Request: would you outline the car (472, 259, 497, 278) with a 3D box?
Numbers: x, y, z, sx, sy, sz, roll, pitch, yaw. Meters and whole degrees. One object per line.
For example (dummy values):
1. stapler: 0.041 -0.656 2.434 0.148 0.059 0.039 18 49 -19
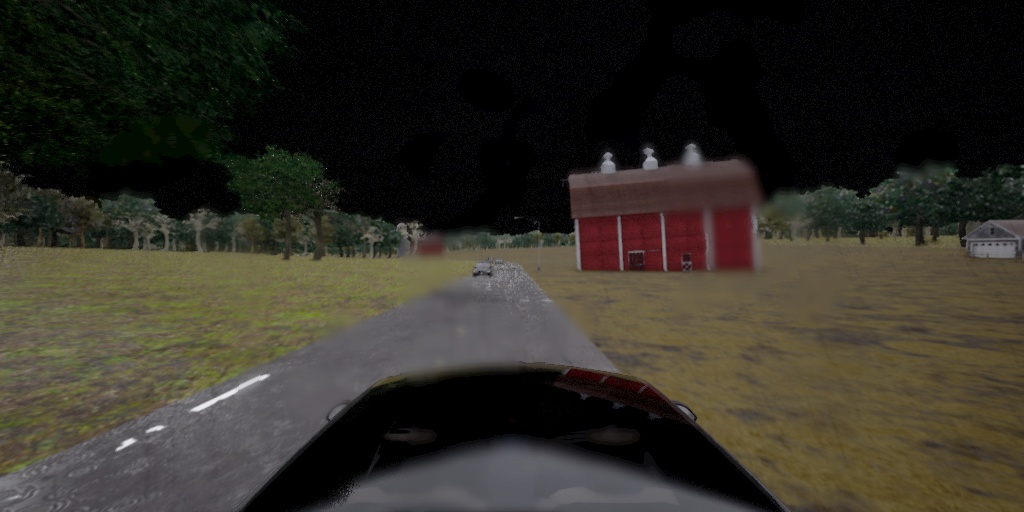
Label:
1. car: -2.833 1.353 35.690 1.837 1.490 4.892 0 0 0
